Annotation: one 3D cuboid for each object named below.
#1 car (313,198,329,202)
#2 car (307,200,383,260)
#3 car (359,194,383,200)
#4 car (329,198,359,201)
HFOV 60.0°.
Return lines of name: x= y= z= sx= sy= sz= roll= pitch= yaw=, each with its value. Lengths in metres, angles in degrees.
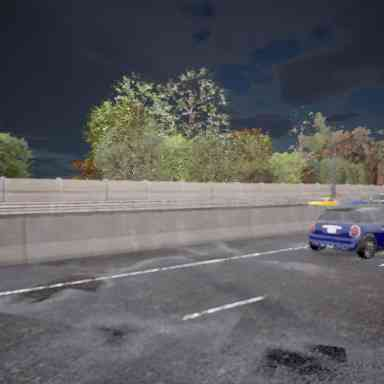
car: x=16.467 y=1.490 z=41.517 sx=5.008 sy=1.535 sz=1.882 roll=0 pitch=0 yaw=-35
car: x=6.568 y=1.356 z=12.742 sx=4.553 sy=1.767 sz=2.097 roll=0 pitch=0 yaw=-35
car: x=20.929 y=1.233 z=36.105 sx=5.566 sy=2.045 sz=2.150 roll=0 pitch=0 yaw=-35
car: x=18.517 y=1.490 z=38.682 sx=5.008 sy=1.535 sz=1.882 roll=0 pitch=0 yaw=-35
